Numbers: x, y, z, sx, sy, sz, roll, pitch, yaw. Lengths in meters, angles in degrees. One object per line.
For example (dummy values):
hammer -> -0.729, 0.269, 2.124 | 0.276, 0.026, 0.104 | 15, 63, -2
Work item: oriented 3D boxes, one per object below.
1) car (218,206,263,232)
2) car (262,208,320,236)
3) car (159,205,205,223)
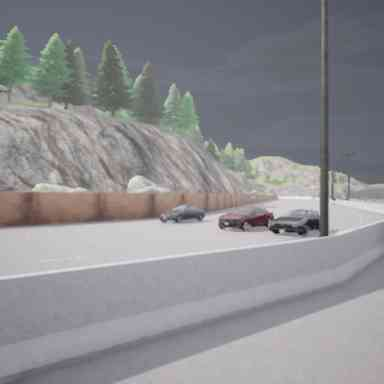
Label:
car -> 3.722, 1.702, 22.235 | 1.882, 1.535, 5.008 | 0, -1, 40
car -> 6.631, 1.770, 20.236 | 2.033, 1.411, 5.357 | 0, -1, 40
car -> -0.684, 1.790, 27.814 | 1.812, 1.442, 4.674 | 0, -1, 38
